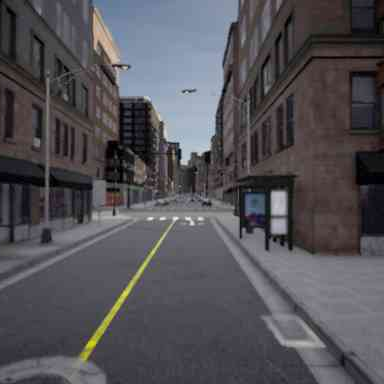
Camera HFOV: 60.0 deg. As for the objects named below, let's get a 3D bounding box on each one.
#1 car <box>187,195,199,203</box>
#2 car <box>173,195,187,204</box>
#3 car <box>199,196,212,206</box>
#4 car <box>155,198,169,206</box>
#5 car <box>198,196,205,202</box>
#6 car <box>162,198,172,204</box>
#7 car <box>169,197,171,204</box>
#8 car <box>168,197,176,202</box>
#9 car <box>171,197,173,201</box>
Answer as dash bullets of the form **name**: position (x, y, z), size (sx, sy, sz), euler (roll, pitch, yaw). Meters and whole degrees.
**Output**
- **car**: position (0.093, 2.124, 88.424), size (1.895, 1.301, 4.718), euler (0, 0, 0)
- **car**: position (-2.926, 1.993, 77.515), size (2.128, 1.511, 4.902), euler (0, 0, 0)
- **car**: position (2.722, 1.909, 61.632), size (1.887, 1.381, 4.507), euler (1, 0, 0)
- **car**: position (-5.823, 1.947, 61.645), size (1.802, 1.307, 4.206), euler (1, 0, 0)
- **car**: position (2.782, 2.016, 95.146), size (1.967, 1.590, 4.097), euler (1, 0, 0)
- **car**: position (-5.790, 2.024, 78.403), size (2.008, 1.369, 4.403), euler (1, 0, 0)
- **car**: position (-5.812, 1.967, 67.231), size (1.947, 1.339, 4.313), euler (1, 0, 0)
- **car**: position (-5.757, 2.127, 95.160), size (2.008, 1.369, 4.403), euler (1, 0, 0)
- **car**: position (-5.801, 1.962, 72.647), size (1.752, 1.417, 4.829), euler (1, 0, 0)
